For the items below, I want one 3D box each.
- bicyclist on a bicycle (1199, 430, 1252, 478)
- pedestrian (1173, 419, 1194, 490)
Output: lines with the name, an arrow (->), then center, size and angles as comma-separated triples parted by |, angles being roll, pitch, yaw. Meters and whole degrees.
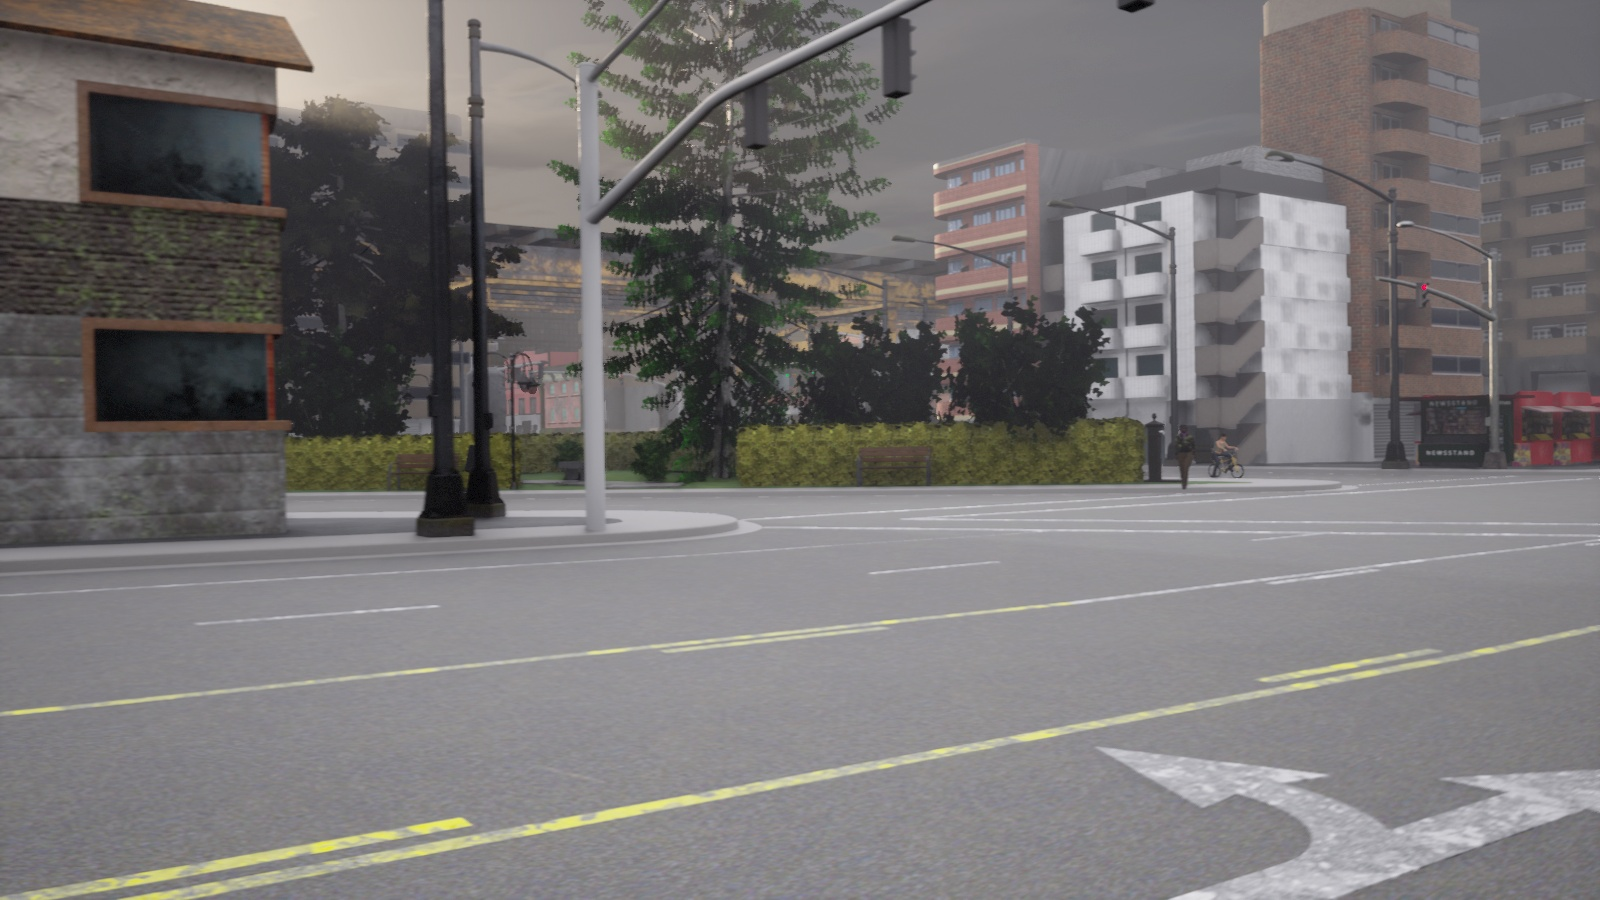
bicyclist on a bicycle -> 14.837, 0.142, 43.824 | 0.866, 1.612, 1.509 | -2, 1, -34
pedestrian -> 10.513, 0.113, 34.414 | 0.395, 1.930, 0.692 | -1, 1, 27
